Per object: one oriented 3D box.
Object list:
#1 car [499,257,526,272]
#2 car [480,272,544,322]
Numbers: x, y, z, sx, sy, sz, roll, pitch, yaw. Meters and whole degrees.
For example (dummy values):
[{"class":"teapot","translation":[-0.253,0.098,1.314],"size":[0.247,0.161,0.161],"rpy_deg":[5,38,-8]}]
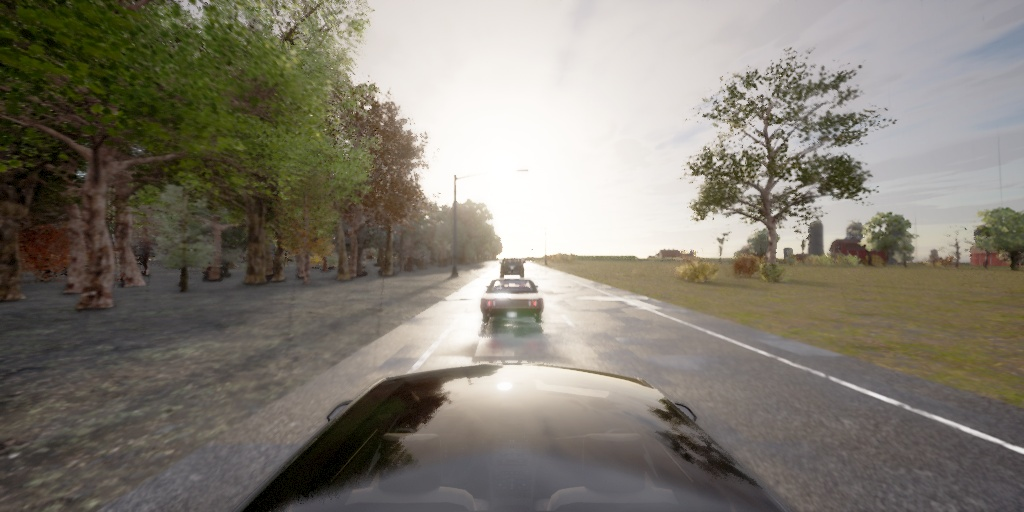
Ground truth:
[{"class":"car","translation":[0.010,1.114,32.902],"size":[2.150,2.045,5.566],"rpy_deg":[0,0,0]},{"class":"car","translation":[0.002,1.402,12.509],"size":[1.895,1.301,4.718],"rpy_deg":[0,0,0]}]
